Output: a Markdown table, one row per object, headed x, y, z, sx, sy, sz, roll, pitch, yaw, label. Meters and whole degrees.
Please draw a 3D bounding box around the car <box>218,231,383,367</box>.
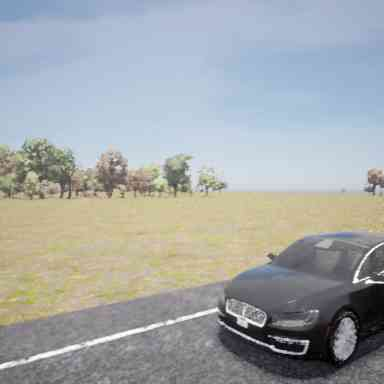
| x | y | z | sx | sy | sz | roll | pitch | yaw | label |
| --- | --- | --- | --- | --- | --- | --- | --- | --- | --- |
| 2.656 | 1.510 | 5.880 | 4.892 | 1.490 | 1.837 | 0 | 0 | -35 | car |
